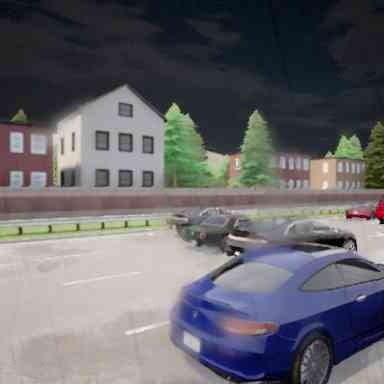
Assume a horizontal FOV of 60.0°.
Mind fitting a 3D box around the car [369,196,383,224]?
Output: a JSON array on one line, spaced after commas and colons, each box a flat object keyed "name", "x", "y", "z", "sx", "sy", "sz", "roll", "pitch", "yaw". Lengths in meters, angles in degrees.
[{"name": "car", "x": 14.885, "y": 1.200, "z": 22.964, "sx": 5.566, "sy": 2.045, "sz": 2.150, "roll": 0, "pitch": 0, "yaw": -35}]

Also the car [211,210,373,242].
[{"name": "car", "x": 3.247, "y": 1.484, "z": 10.368, "sx": 4.902, "sy": 1.511, "sz": 2.128, "roll": 0, "pitch": 0, "yaw": -35}]

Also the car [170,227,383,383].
[{"name": "car", "x": 1.876, "y": 1.522, "z": 5.103, "sx": 4.674, "sy": 1.442, "sz": 1.812, "roll": 0, "pitch": 0, "yaw": -35}]

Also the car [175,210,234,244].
[{"name": "car", "x": 1.896, "y": 1.593, "z": 13.700, "sx": 4.718, "sy": 1.301, "sz": 1.895, "roll": 0, "pitch": 0, "yaw": -35}]

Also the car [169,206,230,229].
[{"name": "car", "x": 1.129, "y": 1.482, "z": 17.453, "sx": 4.902, "sy": 1.511, "sz": 2.128, "roll": 0, "pitch": 0, "yaw": -35}]

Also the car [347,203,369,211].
[{"name": "car", "x": 14.244, "y": 1.541, "z": 26.806, "sx": 4.181, "sy": 1.385, "sz": 1.994, "roll": 0, "pitch": 0, "yaw": -35}]
